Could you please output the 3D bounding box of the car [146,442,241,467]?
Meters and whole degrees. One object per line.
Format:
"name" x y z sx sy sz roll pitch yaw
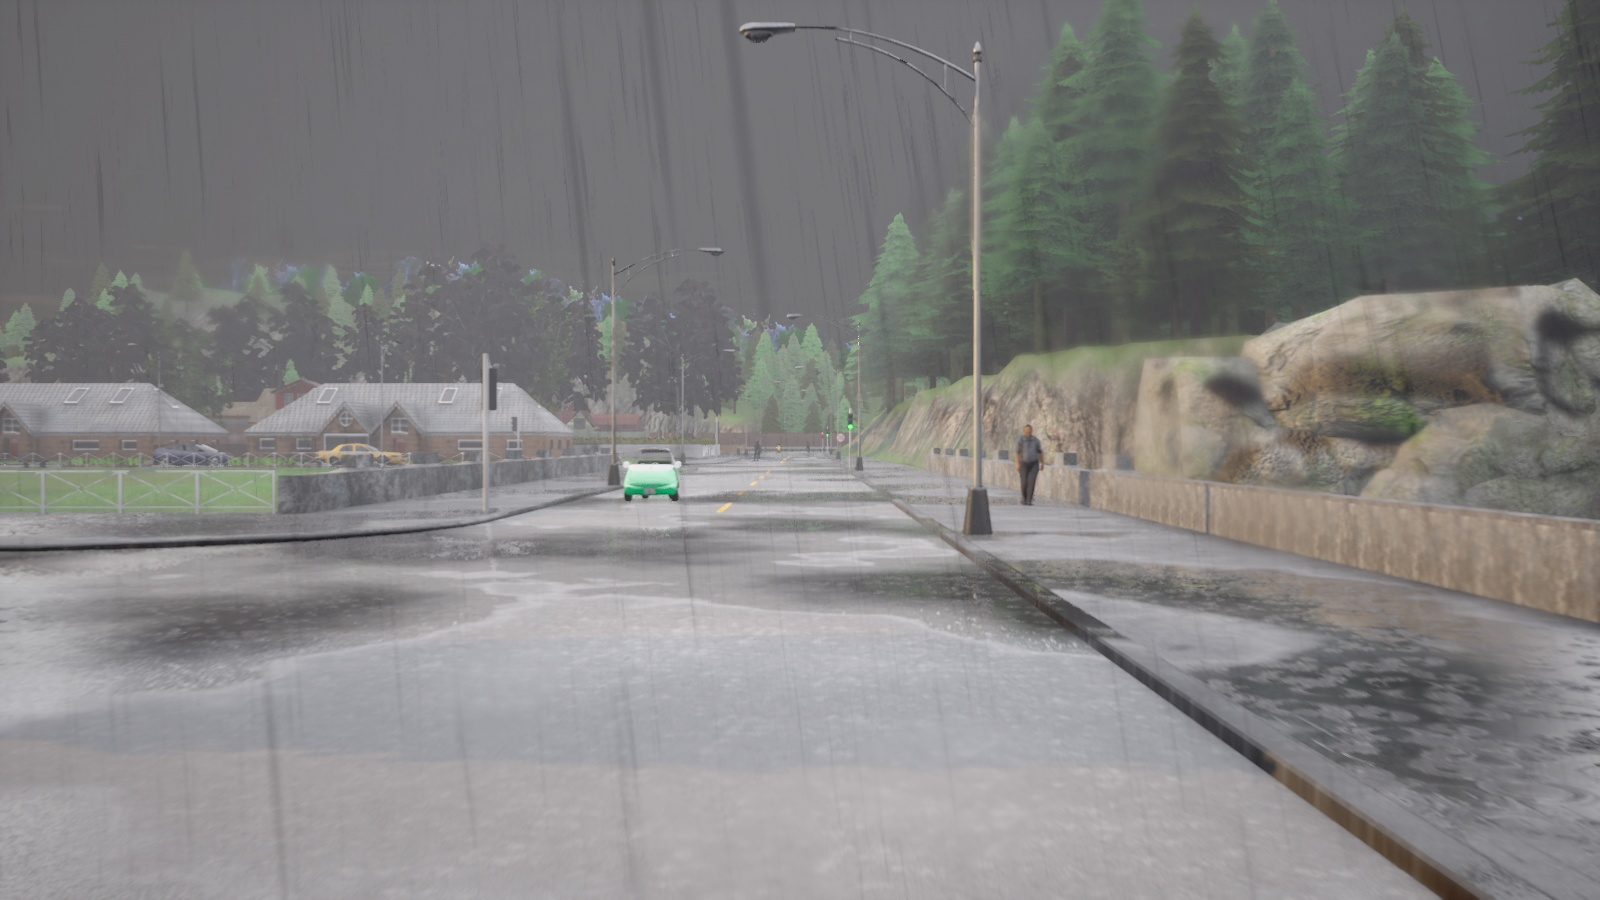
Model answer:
"car" -37.047 0.274 76.762 4.792 1.488 2.163 0 0 0

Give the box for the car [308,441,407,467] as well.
"car" -26.986 0.222 76.702 5.366 1.575 1.801 0 0 0

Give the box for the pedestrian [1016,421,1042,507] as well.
"pedestrian" 4.974 0.303 27.274 0.540 1.848 0.694 0 0 9

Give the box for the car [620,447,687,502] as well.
"car" -3.784 0.610 32.631 1.481 1.376 2.207 0 0 0
